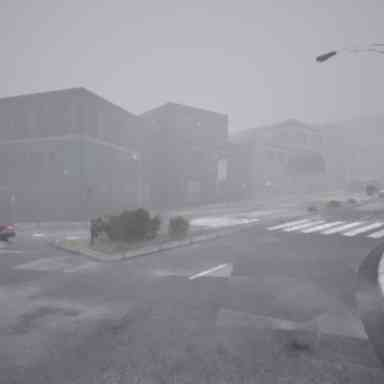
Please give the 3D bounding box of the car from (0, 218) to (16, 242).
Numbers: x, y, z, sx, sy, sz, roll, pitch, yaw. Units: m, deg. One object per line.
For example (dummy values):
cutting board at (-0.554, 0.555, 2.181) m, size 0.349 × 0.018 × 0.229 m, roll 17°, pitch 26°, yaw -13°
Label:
car at (-10.765, 1.761, 16.539) m, size 5.357 × 1.411 × 2.033 m, roll -2°, pitch -3°, yaw 38°
